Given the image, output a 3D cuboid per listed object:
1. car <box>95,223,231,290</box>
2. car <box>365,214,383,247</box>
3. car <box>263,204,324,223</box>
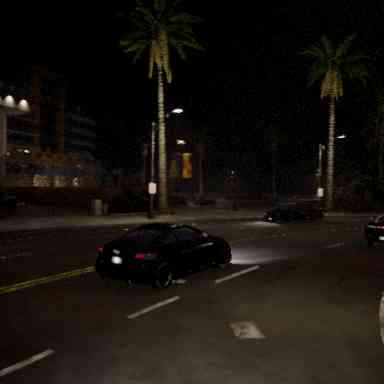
[{"bbox_3d":[-0.579,1.556,9.271,1.994,1.385,4.181,1,0,35],"label":"car"},{"bbox_3d":[9.507,1.680,14.807,4.902,1.511,2.128,1,0,-39],"label":"car"},{"bbox_3d":[8.317,1.717,26.919,5.357,1.411,2.033,1,0,-30],"label":"car"}]
